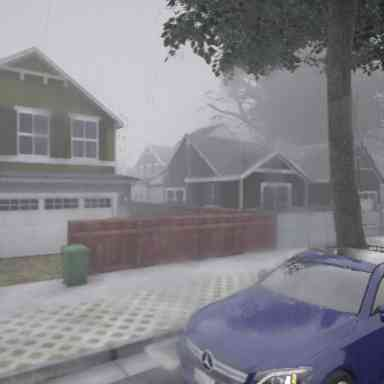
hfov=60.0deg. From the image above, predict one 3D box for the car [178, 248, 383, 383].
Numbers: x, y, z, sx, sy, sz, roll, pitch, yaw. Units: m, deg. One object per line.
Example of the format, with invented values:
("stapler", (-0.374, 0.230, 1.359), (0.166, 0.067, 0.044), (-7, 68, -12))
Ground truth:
("car", (2.019, 1.565, 4.525), (4.674, 1.442, 1.812), (1, 0, -35))
